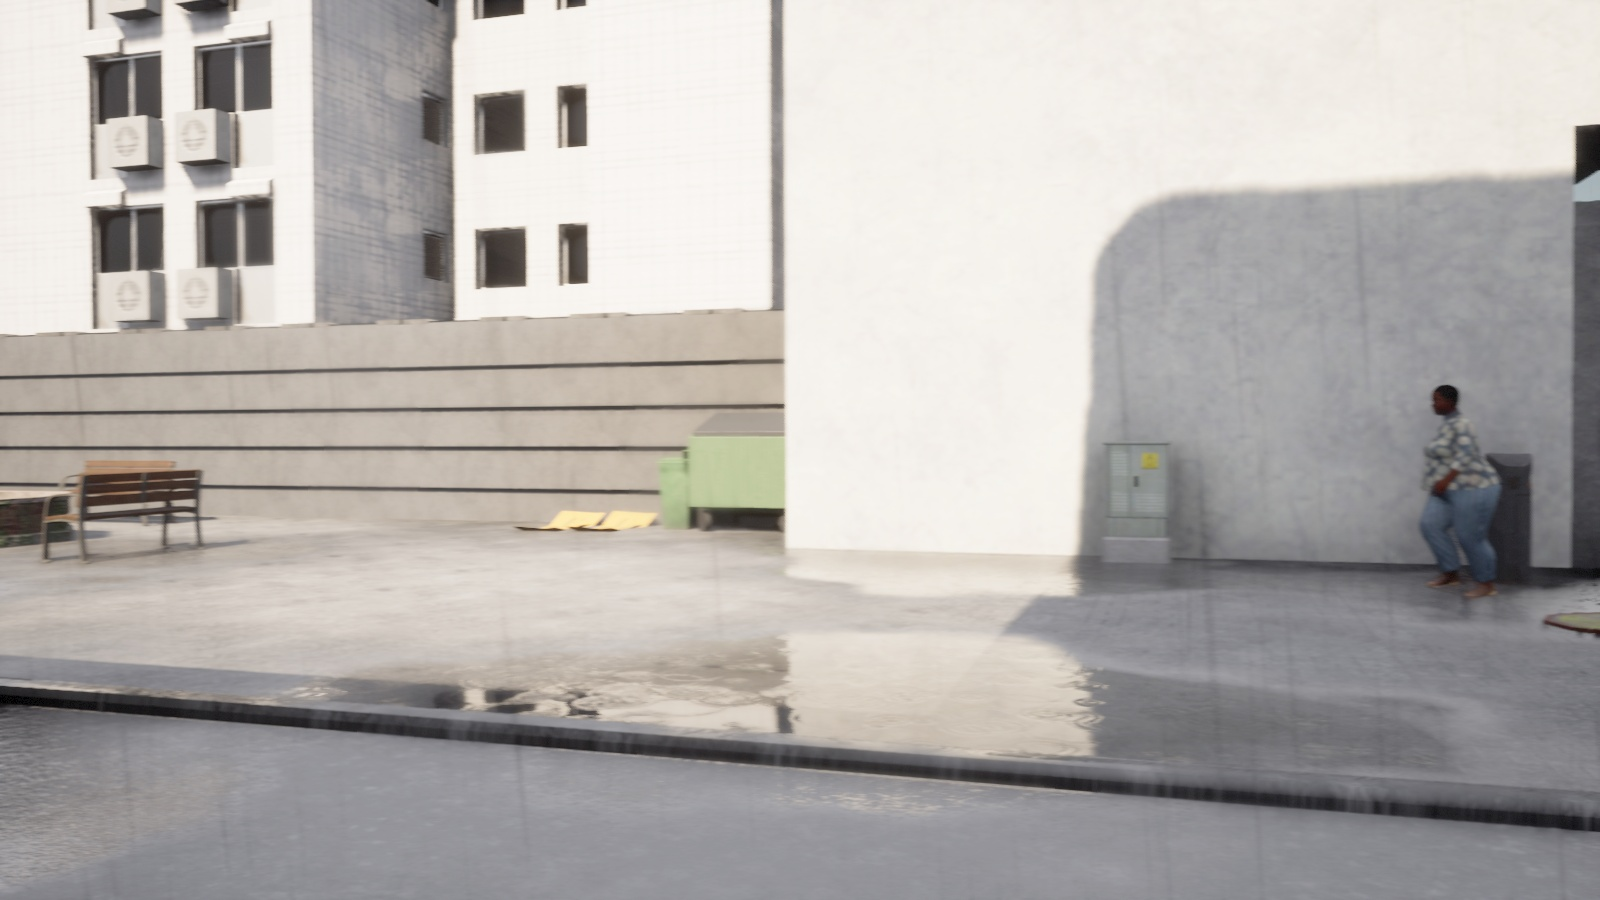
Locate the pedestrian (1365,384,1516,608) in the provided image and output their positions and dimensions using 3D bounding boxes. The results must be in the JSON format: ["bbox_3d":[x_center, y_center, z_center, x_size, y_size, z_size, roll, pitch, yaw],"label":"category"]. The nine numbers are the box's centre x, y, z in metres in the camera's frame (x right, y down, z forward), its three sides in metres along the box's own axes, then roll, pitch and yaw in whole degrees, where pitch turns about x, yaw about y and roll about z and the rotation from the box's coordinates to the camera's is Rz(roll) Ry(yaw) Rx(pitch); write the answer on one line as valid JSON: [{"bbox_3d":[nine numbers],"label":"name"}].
[{"bbox_3d":[5.513,0.371,10.872,0.900,1.855,0.874,0,1,7],"label":"pedestrian"}]
